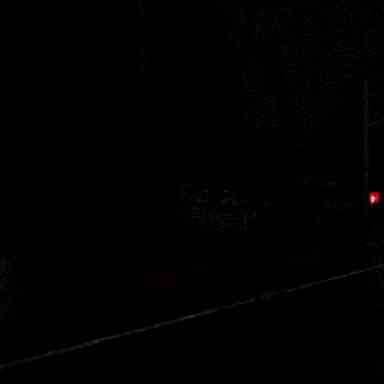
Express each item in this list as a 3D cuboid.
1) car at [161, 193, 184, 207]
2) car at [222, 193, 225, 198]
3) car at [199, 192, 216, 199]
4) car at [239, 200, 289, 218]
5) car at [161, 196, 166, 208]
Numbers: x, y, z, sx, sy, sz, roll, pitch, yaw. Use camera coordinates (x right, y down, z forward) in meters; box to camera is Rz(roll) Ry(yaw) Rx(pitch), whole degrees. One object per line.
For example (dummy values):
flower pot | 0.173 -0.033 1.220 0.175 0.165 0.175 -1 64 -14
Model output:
car | -3.692 1.367 50.066 2.097 1.767 4.553 0 0 -35
car | 6.976 1.091 94.342 1.905 1.878 3.866 0 0 -37
car | 4.889 1.112 92.279 1.932 1.855 4.605 0 0 -37
car | 6.476 1.493 30.354 1.882 1.535 5.008 0 1 -37
car | -5.462 1.580 46.241 1.994 1.385 4.181 0 0 -37
